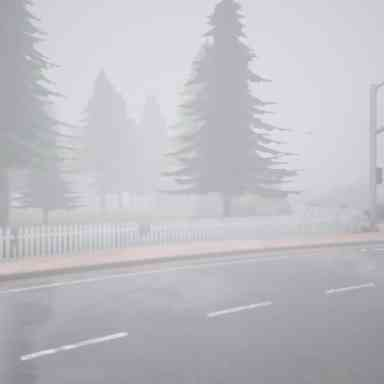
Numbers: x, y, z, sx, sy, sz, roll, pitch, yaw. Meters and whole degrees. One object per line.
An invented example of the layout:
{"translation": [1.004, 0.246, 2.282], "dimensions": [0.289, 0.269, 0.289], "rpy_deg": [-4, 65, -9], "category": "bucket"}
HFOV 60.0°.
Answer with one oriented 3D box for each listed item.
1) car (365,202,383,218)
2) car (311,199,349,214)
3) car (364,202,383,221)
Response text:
{"translation": [17.271, 1.544, 28.350], "dimensions": [1.895, 1.301, 4.718], "rpy_deg": [0, 0, -12], "category": "car"}
{"translation": [12.823, 1.454, 32.644], "dimensions": [1.812, 1.442, 4.674], "rpy_deg": [0, 0, -12], "category": "car"}
{"translation": [14.669, 1.562, 23.664], "dimensions": [1.895, 1.301, 4.718], "rpy_deg": [0, 0, -12], "category": "car"}
